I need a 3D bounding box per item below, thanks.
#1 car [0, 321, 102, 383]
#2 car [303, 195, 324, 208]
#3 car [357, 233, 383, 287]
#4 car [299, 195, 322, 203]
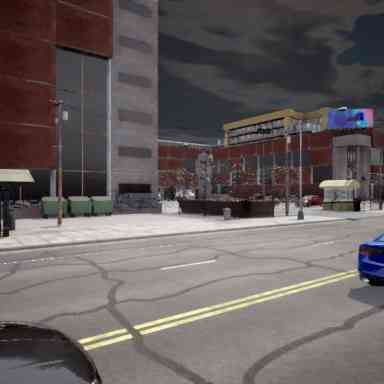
[{"bbox_3d":[-2.909,1.492,1.671,4.902,1.511,2.128,0,0,-36],"label":"car"},{"bbox_3d":[16.677,1.254,47.155,4.553,1.767,2.185,0,0,-36],"label":"car"},{"bbox_3d":[6.057,1.478,8.134,5.008,1.535,1.882,0,0,-35],"label":"car"},{"bbox_3d":[23.565,1.420,66.224,4.674,1.452,2.002,0,0,-36],"label":"car"}]
